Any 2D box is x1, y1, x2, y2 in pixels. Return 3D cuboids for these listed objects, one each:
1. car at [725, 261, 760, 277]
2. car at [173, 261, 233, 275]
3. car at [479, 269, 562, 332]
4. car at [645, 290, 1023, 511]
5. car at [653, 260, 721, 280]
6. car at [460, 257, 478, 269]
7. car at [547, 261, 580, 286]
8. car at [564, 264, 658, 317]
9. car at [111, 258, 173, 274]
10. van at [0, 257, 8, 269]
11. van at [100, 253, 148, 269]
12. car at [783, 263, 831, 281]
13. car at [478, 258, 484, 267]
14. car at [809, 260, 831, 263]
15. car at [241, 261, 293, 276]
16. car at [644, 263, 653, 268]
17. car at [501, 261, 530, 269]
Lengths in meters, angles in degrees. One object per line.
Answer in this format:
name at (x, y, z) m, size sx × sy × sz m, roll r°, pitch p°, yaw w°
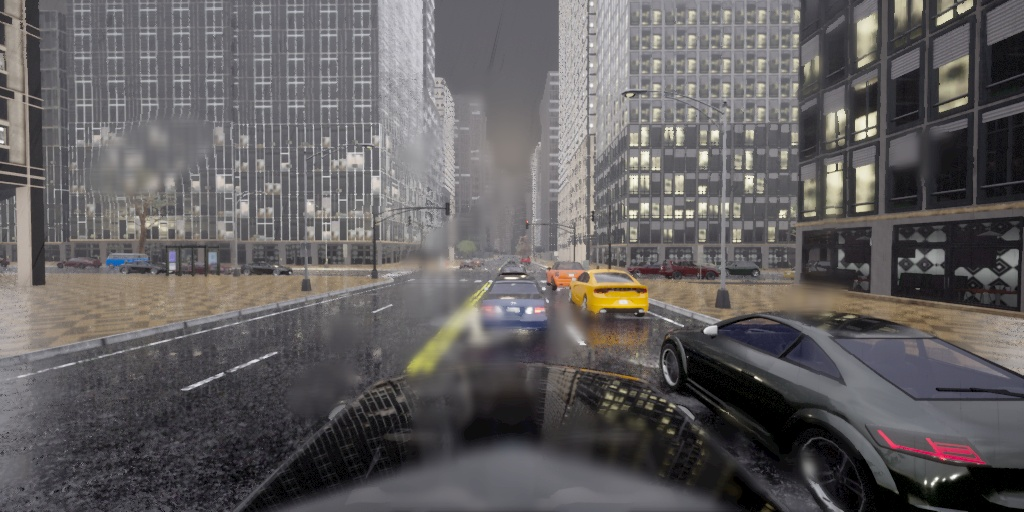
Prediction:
car at (23.908, 1.279, 38.544) m, size 4.553 × 1.767 × 2.097 m, roll 1°, pitch 1°, yaw 1°
car at (-28.473, 1.136, 33.469) m, size 4.207 × 1.307 × 1.802 m, roll 0°, pitch 0°, yaw 1°
car at (0.084, 1.293, 10.778) m, size 2.033 × 1.411 × 5.357 m, roll 0°, pitch 0°, yaw 1°
car at (3.340, 1.313, 4.099) m, size 1.994 × 1.385 × 4.181 m, roll 0°, pitch 0°, yaw 0°
car at (16.137, 1.267, 32.890) m, size 5.009 × 1.841 × 2.192 m, roll 0°, pitch 0°, yaw 1°
car at (-6.687, 1.275, 54.303) m, size 1.994 × 1.385 × 4.181 m, roll 0°, pitch 0°, yaw 0°
car at (3.313, 1.091, 22.189) m, size 2.097 × 1.767 × 4.553 m, roll 0°, pitch 0°, yaw 0°
car at (3.329, 1.222, 13.184) m, size 1.882 × 1.535 × 5.008 m, roll 0°, pitch 0°, yaw 0°
car at (-34.154, 1.067, 33.632) m, size 4.313 × 1.339 × 1.948 m, roll 0°, pitch 0°, yaw 1°
van at (-51.199, 0.685, 33.999) m, size 3.998 × 1.789 × 1.690 m, roll 0°, pitch 0°, yaw 1°
van at (-45.361, 0.602, 42.272) m, size 3.998 × 1.789 × 1.690 m, roll 0°, pitch 0°, yaw 1°
car at (27.586, 1.577, 32.714) m, size 4.829 × 1.417 × 1.751 m, roll 0°, pitch 0°, yaw 1°
car at (-6.675, 1.051, 64.304) m, size 2.097 × 1.767 × 4.553 m, roll 0°, pitch 0°, yaw 0°
car at (32.656, 1.355, 38.404) m, size 4.553 × 1.767 × 2.097 m, roll 0°, pitch 1°, yaw 1°
car at (-22.789, 1.172, 33.346) m, size 4.313 × 1.339 × 1.948 m, roll 0°, pitch 0°, yaw 1°
car at (14.811, 1.447, 38.725) m, size 4.718 × 1.301 × 1.895 m, roll 1°, pitch 1°, yaw 2°
car at (0.066, 1.231, 20.530) m, size 2.128 × 1.511 × 4.902 m, roll 0°, pitch 0°, yaw 0°
